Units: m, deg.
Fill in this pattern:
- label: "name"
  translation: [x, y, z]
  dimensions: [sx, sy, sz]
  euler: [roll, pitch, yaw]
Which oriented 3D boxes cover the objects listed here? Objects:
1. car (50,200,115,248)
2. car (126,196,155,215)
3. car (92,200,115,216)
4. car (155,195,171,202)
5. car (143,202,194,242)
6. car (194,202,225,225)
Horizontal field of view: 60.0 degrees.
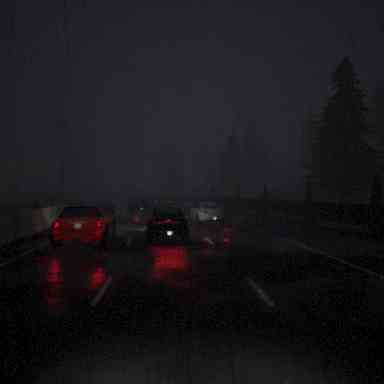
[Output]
- label: "car"
  translation: [-4.600, 1.287, 14.626]
  dimensions: [2.097, 1.767, 4.553]
  euler: [0, 0, -8]
- label: "car"
  translation: [-5.513, 1.341, 33.747]
  dimensions: [2.128, 1.511, 4.902]
  euler: [0, 0, -18]
- label: "car"
  translation: [-8.616, 1.459, 32.110]
  dimensions: [1.895, 1.301, 4.718]
  euler: [0, 0, -18]
- label: "car"
  translation: [-4.010, 1.174, 39.782]
  dimensions: [2.097, 1.767, 4.553]
  euler: [0, 0, -20]
- label: "car"
  translation: [-1.290, 1.432, 16.156]
  dimensions: [1.837, 1.490, 4.892]
  euler: [0, 0, -8]
- label: "car"
  translation: [0.984, 1.419, 23.241]
  dimensions: [1.812, 1.442, 4.674]
  euler: [0, 0, -11]
